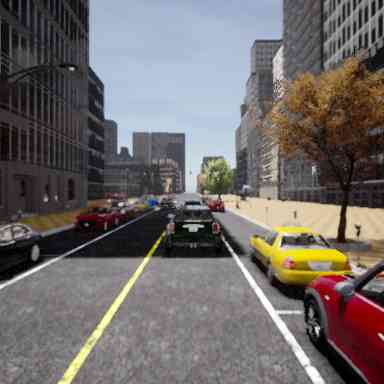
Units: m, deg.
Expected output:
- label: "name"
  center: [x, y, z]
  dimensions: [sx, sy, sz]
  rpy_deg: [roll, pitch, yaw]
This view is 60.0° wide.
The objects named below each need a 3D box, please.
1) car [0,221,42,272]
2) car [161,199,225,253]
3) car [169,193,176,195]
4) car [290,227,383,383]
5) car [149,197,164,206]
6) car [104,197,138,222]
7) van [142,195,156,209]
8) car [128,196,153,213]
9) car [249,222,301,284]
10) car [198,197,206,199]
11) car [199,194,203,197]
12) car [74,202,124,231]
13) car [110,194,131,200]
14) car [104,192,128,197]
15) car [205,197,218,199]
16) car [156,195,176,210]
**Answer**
- label: "car"
  center: [-5.690, 1.540, 9.137]
  dimensions: [2.008, 1.369, 4.403]
  rpy_deg: [0, 0, 0]
- label: "car"
  center: [0.064, 1.335, 13.758]
  dimensions: [2.097, 1.767, 4.553]
  rpy_deg: [0, 0, 0]
- label: "car"
  center: [-5.713, 1.475, 91.466]
  dimensions: [1.802, 1.307, 4.206]
  rpy_deg: [0, 0, 0]
- label: "car"
  center: [2.692, 1.436, 3.601]
  dimensions: [1.967, 1.590, 4.097]
  rpy_deg: [0, 0, 0]
- label: "car"
  center: [-5.702, 1.503, 53.451]
  dimensions: [1.947, 1.339, 4.313]
  rpy_deg: [0, 0, 0]
- label: "car"
  center: [-5.694, 1.410, 25.755]
  dimensions: [1.967, 1.590, 4.097]
  rpy_deg: [0, 0, 0]
- label: "van"
  center: [-5.698, 1.291, 42.372]
  dimensions: [1.690, 1.788, 3.998]
  rpy_deg: [0, 0, 0]
- label: "car"
  center: [-5.698, 1.482, 36.663]
  dimensions: [1.752, 1.417, 4.829]
  rpy_deg: [0, 0, 0]
- label: "car"
  center: [2.690, 1.515, 9.309]
  dimensions: [1.752, 1.417, 4.829]
  rpy_deg: [0, 0, 0]
- label: "car"
  center: [0.062, 1.473, 29.128]
  dimensions: [1.837, 1.490, 4.892]
  rpy_deg: [0, 1, 0]
- label: "car"
  center: [2.677, 1.497, 58.993]
  dimensions: [1.947, 1.339, 4.313]
  rpy_deg: [0, 0, 0]
- label: "car"
  center: [-5.693, 1.521, 20.215]
  dimensions: [1.887, 1.381, 4.507]
  rpy_deg: [0, 0, 0]
- label: "car"
  center: [-17.292, 1.275, 80.466]
  dimensions: [4.507, 1.381, 1.887]
  rpy_deg: [1, -1, -1]
- label: "car"
  center: [-17.169, 1.014, 72.091]
  dimensions: [5.009, 1.841, 2.192]
  rpy_deg: [1, -1, -1]
- label: "car"
  center: [2.682, 1.502, 36.836]
  dimensions: [1.887, 1.381, 4.507]
  rpy_deg: [0, 0, 0]
- label: "car"
  center: [-3.110, 1.457, 42.162]
  dimensions: [1.837, 1.490, 4.892]
  rpy_deg: [0, 0, 0]
